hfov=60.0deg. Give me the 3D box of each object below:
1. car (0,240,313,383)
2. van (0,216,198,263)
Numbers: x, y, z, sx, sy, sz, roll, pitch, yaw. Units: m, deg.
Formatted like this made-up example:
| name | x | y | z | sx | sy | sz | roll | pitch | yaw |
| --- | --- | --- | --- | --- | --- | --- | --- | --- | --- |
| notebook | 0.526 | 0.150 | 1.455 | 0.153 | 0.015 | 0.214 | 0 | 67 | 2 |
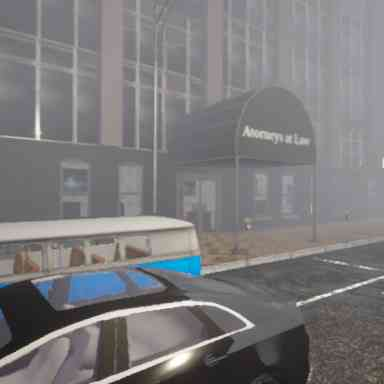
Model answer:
| name | x | y | z | sx | sy | sz | roll | pitch | yaw |
| --- | --- | --- | --- | --- | --- | --- | --- | --- | --- |
| car | -1.095 | 1.489 | 2.598 | 4.902 | 1.511 | 2.128 | 0 | 0 | -36 |
| van | -1.726 | 1.334 | 5.311 | 3.998 | 1.788 | 1.690 | 0 | 1 | -35 |
